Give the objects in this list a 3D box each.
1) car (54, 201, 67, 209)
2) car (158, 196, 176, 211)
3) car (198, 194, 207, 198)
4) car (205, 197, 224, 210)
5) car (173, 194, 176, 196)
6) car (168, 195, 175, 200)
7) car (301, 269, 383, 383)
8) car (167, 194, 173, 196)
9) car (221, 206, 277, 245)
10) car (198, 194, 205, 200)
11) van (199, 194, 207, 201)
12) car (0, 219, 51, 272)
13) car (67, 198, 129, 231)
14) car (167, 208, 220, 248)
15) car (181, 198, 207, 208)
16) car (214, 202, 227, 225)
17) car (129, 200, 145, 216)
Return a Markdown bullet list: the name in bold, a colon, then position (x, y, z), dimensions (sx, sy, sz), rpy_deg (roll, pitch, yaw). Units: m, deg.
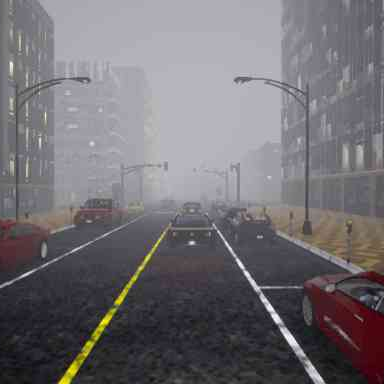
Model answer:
- **car**: position (-20.032, 1.844, 48.626), dimensions (4.829, 1.417, 1.752), rpy_deg (-1, 1, -1)
- **car**: position (-3.000, 1.585, 40.652), dimensions (2.033, 1.411, 5.357), rpy_deg (0, 0, 0)
- **car**: position (2.688, 1.522, 76.371), dimensions (1.947, 1.339, 4.313), rpy_deg (0, 0, 0)
- **car**: position (2.655, 1.536, 34.363), dimensions (2.008, 1.369, 4.403), rpy_deg (0, 0, 0)
- **car**: position (-5.692, 1.496, 81.911), dimensions (1.887, 1.381, 4.507), rpy_deg (0, 0, 0)
- **car**: position (-5.692, 1.522, 92.979), dimensions (1.802, 1.307, 4.206), rpy_deg (0, 0, 0)
- **car**: position (2.683, 1.579, 4.030), dimensions (1.802, 1.307, 4.206), rpy_deg (-1, 0, 0)
- **car**: position (-5.693, 1.512, 70.845), dimensions (2.008, 1.369, 4.403), rpy_deg (0, 0, 0)
- **car**: position (2.683, 1.545, 15.316), dimensions (2.008, 1.369, 4.403), rpy_deg (0, 0, 0)
- **car**: position (2.688, 1.380, 92.972), dimensions (1.967, 1.590, 4.097), rpy_deg (0, 0, 0)
- **van**: position (2.687, 1.292, 81.904), dimensions (1.690, 1.788, 3.998), rpy_deg (0, 0, 0)
- **car**: position (-5.698, 1.540, 9.633), dimensions (1.887, 1.381, 4.507), rpy_deg (0, 0, 0)
- **car**: position (-5.699, 1.307, 20.916), dimensions (2.192, 1.841, 5.009), rpy_deg (0, 0, 0)
- **car**: position (-0.001, 1.612, 14.682), dimensions (1.895, 1.301, 4.718), rpy_deg (0, 0, 0)
- **car**: position (0.000, 1.552, 29.652), dimensions (2.033, 1.411, 5.357), rpy_deg (0, 0, 0)
- **car**: position (2.682, 1.558, 20.958), dimensions (1.947, 1.339, 4.313), rpy_deg (0, 0, 0)
- **car**: position (-5.660, 1.512, 32.865), dimensions (1.752, 1.417, 4.829), rpy_deg (0, 0, 0)
